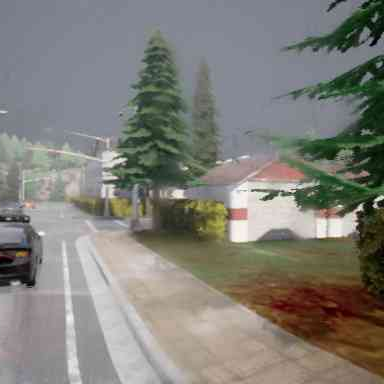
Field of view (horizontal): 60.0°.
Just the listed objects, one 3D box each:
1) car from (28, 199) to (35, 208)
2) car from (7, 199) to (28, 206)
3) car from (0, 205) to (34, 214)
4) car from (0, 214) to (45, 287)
[{"bbox_3d":[-28.037,1.977,56.771,2.097,1.767,4.553,1,-1,-21],"label":"car"},{"bbox_3d":[-21.634,1.925,40.461,2.128,1.511,4.902,1,-1,-22],"label":"car"},{"bbox_3d":[-13.769,1.857,23.827,4.718,1.301,1.895,0,-1,33],"label":"car"},{"bbox_3d":[-5.256,1.579,9.240,1.882,1.535,5.008,1,-1,-22],"label":"car"}]
